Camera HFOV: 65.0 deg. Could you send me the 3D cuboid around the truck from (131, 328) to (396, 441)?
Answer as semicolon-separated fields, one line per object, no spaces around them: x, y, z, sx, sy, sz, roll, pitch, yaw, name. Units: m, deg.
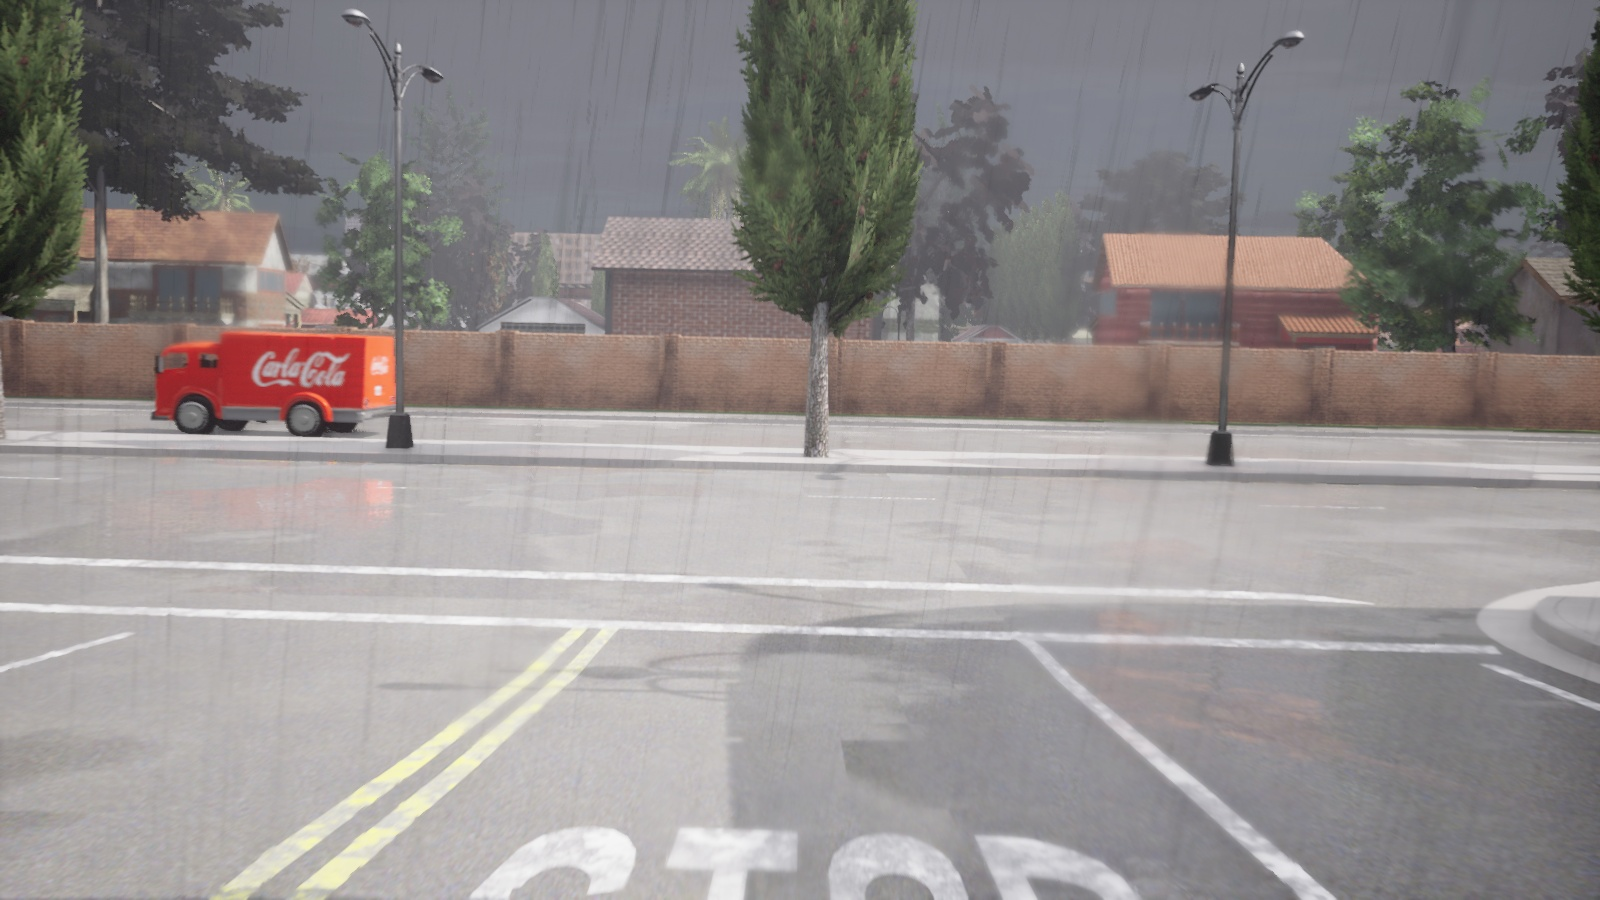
-12.742;-1.618;30.155;5.204;2.467;2.627;1;5;0;truck
